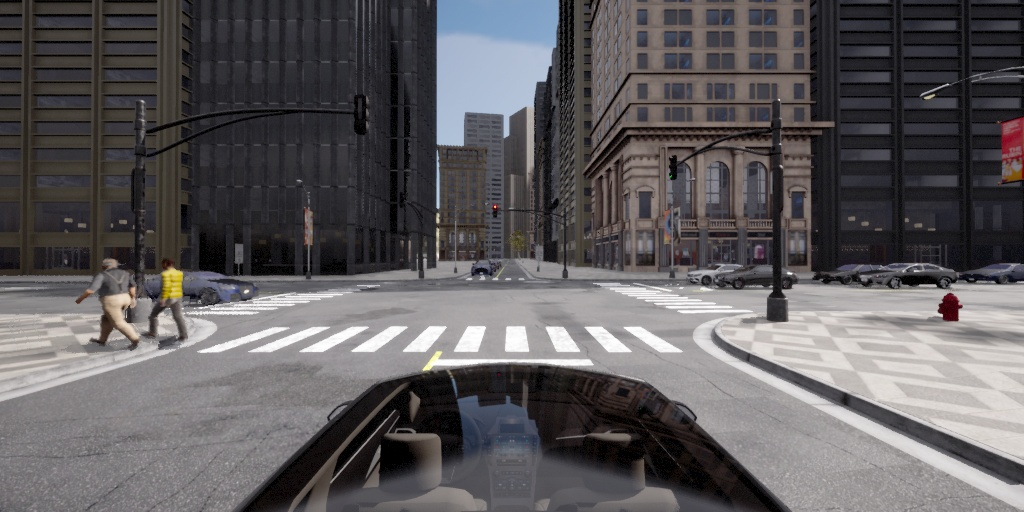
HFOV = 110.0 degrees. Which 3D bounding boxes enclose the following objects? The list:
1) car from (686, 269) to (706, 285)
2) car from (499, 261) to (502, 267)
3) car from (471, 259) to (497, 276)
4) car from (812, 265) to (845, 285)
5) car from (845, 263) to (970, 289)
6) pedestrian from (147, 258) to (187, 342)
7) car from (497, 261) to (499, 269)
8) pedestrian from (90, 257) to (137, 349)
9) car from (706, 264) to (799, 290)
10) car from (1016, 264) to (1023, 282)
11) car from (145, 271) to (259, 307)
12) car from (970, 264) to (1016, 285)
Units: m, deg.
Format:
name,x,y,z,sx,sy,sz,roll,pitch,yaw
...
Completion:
name,x,y,z,sx,sy,sz,roll,pitch,yaw
car,14.643,1.262,24.986,4.674,1.442,1.812,0,0,0
car,-3.032,1.397,56.581,1.994,1.385,4.181,0,0,1
car,-3.039,1.141,37.641,2.097,1.767,4.553,0,0,0
car,24.225,1.259,24.990,5.357,1.411,2.033,0,0,0
car,23.817,1.181,21.738,4.902,1.511,2.128,0,0,0
pedestrian,-7.477,0.933,7.772,0.375,1.860,0.375,0,0,0
car,-3.046,1.373,46.661,1.994,1.385,4.181,0,0,0
pedestrian,-7.880,0.891,7.098,0.375,1.860,0.375,0,0,0
car,14.707,1.238,21.726,4.674,1.442,1.812,0,0,-1
car,34.208,1.228,21.734,4.181,1.385,1.994,0,0,0
car,-13.115,1.316,15.015,4.181,1.385,1.994,0,0,0
car,34.653,1.235,24.994,5.357,1.411,2.033,0,0,-1
